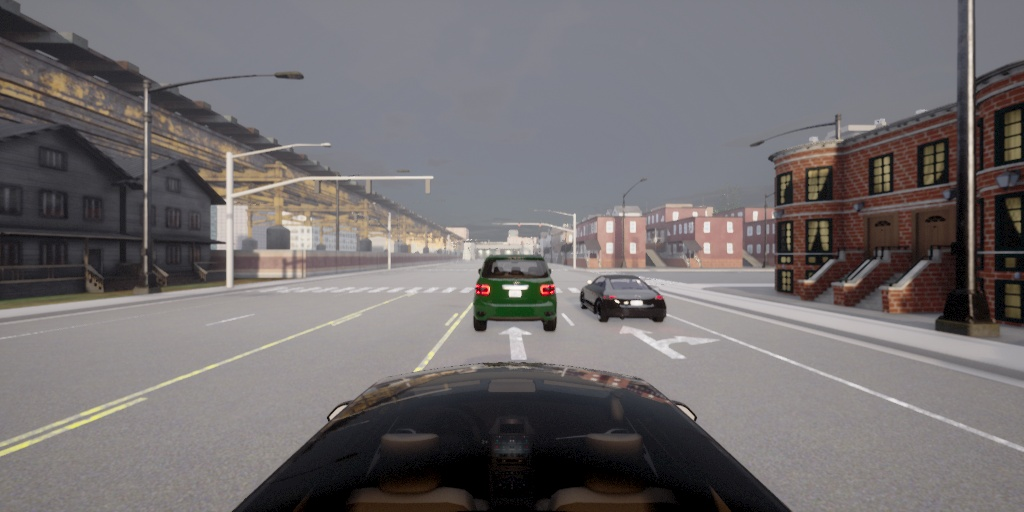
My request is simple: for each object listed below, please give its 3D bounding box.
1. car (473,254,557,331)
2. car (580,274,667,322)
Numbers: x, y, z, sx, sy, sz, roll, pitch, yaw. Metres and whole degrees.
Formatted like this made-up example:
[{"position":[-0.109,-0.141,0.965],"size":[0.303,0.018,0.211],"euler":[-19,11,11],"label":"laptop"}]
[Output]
[{"position":[0.086,0.969,11.066],"size":[2.150,2.045,5.566],"euler":[0,0,0],"label":"car"},{"position":[3.586,1.312,12.235],"size":[1.994,1.385,4.181],"euler":[0,0,1],"label":"car"}]
